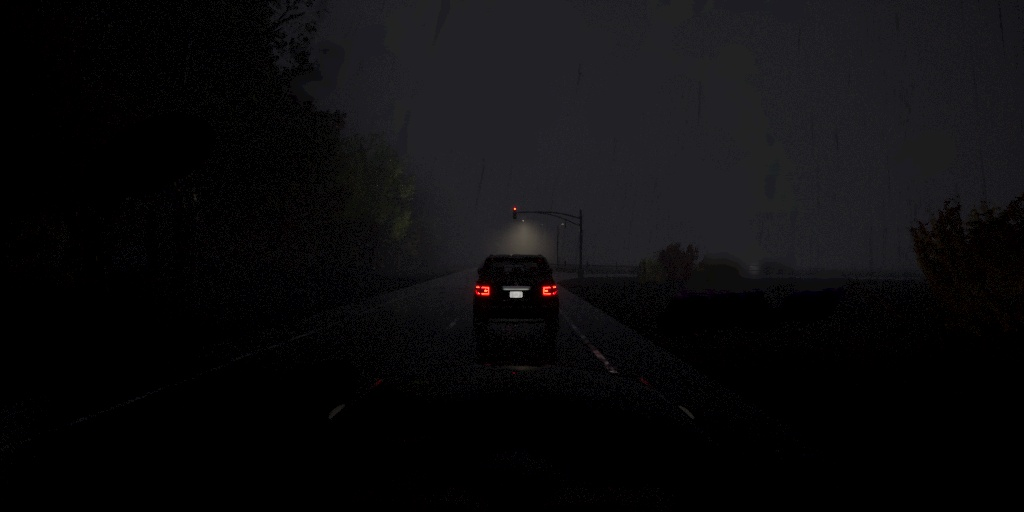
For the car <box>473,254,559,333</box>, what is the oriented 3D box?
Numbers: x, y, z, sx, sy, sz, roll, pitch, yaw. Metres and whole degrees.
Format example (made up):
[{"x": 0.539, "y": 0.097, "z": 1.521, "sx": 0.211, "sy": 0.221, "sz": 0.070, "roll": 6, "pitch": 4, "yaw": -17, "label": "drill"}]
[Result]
[{"x": 0.101, "y": 0.974, "z": 10.882, "sx": 2.150, "sy": 2.045, "sz": 5.566, "roll": 0, "pitch": 0, "yaw": 0, "label": "car"}]

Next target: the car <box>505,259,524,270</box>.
[{"x": 0.327, "y": 1.249, "z": 53.967, "sx": 2.128, "sy": 1.511, "sz": 4.902, "roll": 0, "pitch": 0, "yaw": -8, "label": "car"}]

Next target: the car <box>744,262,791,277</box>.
[{"x": 29.963, "y": 1.489, "z": 42.162, "sx": 4.553, "sy": 1.767, "sz": 2.097, "roll": 1, "pitch": -1, "yaw": 0, "label": "car"}]

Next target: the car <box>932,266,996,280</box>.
[{"x": 48.515, "y": 1.826, "z": 38.478, "sx": 5.357, "sy": 1.411, "sz": 2.033, "roll": 1, "pitch": -1, "yaw": 0, "label": "car"}]

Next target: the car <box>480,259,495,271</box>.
[{"x": -3.401, "y": 1.235, "z": 50.781, "sx": 1.882, "sy": 1.535, "sz": 5.008, "roll": 0, "pitch": 0, "yaw": 0, "label": "car"}]

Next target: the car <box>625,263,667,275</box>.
[{"x": 15.831, "y": 1.509, "z": 42.320, "sx": 4.674, "sy": 1.442, "sz": 1.812, "roll": 1, "pitch": -1, "yaw": 2, "label": "car"}]
